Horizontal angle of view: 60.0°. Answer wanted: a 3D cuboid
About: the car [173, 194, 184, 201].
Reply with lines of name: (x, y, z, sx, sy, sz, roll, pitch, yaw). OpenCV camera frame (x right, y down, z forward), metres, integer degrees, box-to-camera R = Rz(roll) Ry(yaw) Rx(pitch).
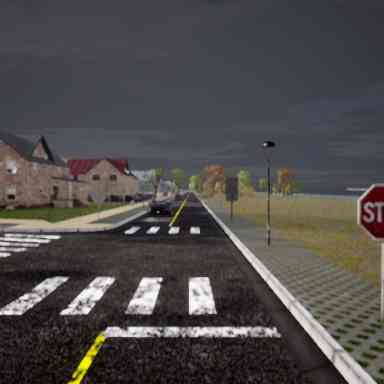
car: (-2.815, 1.181, 69.515, 1.837, 1.490, 4.892, 0, 0, 0)

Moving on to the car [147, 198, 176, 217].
car: (-2.778, 1.436, 29.179, 1.994, 1.385, 4.181, 0, 0, 0)
